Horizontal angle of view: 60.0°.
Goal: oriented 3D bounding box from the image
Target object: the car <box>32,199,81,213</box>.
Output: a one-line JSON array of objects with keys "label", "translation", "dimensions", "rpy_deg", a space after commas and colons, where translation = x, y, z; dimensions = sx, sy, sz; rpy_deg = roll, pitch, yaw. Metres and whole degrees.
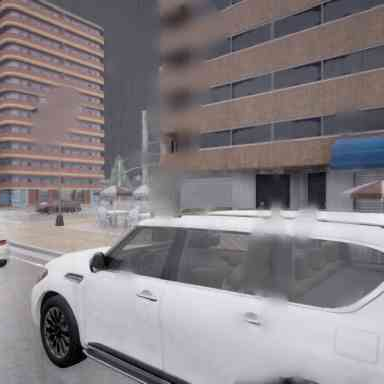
[{"label": "car", "translation": [-15.470, 1.560, 38.154], "dimensions": [1.837, 1.490, 4.892], "rpy_deg": [0, 0, 40]}]

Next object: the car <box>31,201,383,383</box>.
[{"label": "car", "translation": [0.288, 1.221, 3.983], "dimensions": [5.566, 2.045, 2.150], "rpy_deg": [0, 0, 39]}]

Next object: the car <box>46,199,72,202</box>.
[{"label": "car", "translation": [-13.807, 1.581, 34.369], "dimensions": [1.812, 1.442, 4.674], "rpy_deg": [0, 0, 40]}]

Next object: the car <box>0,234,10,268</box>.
[{"label": "car", "translation": [-7.199, 1.526, 10.144], "dimensions": [4.674, 1.442, 1.812], "rpy_deg": [0, 0, 40]}]
